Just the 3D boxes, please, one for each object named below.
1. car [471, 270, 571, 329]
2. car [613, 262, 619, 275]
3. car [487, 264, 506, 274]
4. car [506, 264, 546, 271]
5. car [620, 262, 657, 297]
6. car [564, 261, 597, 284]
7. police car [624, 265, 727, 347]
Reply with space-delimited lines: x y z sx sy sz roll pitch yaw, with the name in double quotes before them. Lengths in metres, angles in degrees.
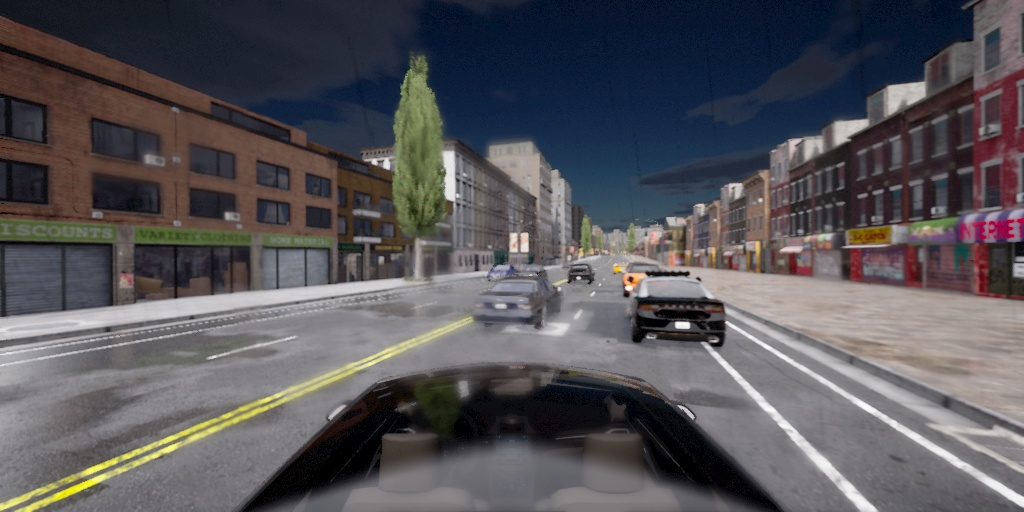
"car" 0.440 1.349 11.592 2.033 1.411 5.357 0 0 17
"car" 13.666 1.524 44.661 1.882 1.535 5.008 0 -1 17
"car" -0.690 1.460 31.197 1.812 1.442 4.674 0 -1 17
"car" 1.469 1.387 27.034 2.128 1.511 4.902 0 0 17
"car" 7.009 1.174 19.147 2.097 1.767 4.553 0 0 17
"car" 5.688 1.405 29.102 1.837 1.490 4.892 0 -1 17
"police car" 4.177 1.204 9.701 1.930 1.638 5.238 0 0 17
